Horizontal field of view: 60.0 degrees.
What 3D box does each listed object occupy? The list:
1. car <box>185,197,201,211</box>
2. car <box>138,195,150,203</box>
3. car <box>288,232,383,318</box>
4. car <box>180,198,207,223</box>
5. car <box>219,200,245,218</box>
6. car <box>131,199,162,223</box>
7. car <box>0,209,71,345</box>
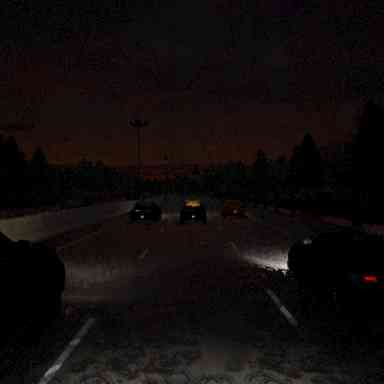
[{"bbox_3d":[0.094,1.479,42.864,1.882,1.535,5.008,0,0,0],"label":"car"},{"bbox_3d":[-10.511,1.474,73.483,1.882,1.535,5.008,0,0,0],"label":"car"},{"bbox_3d":[3.593,1.564,7.421,1.994,1.385,4.181,0,0,0],"label":"car"},{"bbox_3d":[0.097,1.493,25.353,2.128,1.511,4.902,0,0,0],"label":"car"},{"bbox_3d":[3.595,1.478,30.308,1.882,1.535,5.008,0,0,0],"label":"car"},{"bbox_3d":[-3.403,1.493,25.246,2.128,1.511,4.902,0,0,0],"label":"car"},{"bbox_3d":[-3.403,1.222,3.753,2.150,2.045,5.566,0,0,0],"label":"car"}]
